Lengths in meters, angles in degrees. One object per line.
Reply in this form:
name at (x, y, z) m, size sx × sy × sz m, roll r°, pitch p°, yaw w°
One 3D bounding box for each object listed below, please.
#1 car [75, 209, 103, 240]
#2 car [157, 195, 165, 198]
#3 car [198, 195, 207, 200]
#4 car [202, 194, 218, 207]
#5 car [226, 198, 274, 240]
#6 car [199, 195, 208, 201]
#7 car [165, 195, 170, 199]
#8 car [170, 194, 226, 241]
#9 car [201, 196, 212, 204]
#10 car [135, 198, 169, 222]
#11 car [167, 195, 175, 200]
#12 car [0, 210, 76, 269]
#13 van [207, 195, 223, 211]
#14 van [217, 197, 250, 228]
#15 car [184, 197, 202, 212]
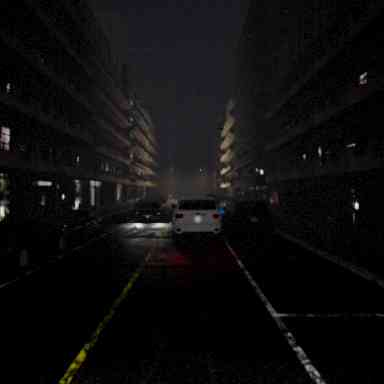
car at (-5.686, 1.549, 16.768) m, size 1.802 × 1.307 × 4.206 m, roll 0°, pitch 0°, yaw 0°
car at (-5.683, 1.461, 50.863) m, size 2.008 × 1.369 × 4.403 m, roll 0°, pitch 0°, yaw 0°
car at (2.701, 1.414, 84.959) m, size 2.008 × 1.369 × 4.403 m, roll 0°, pitch 0°, yaw 0°
car at (2.698, 1.225, 50.863) m, size 2.192 × 1.841 × 5.009 m, roll 0°, pitch 0°, yaw 0°
car at (2.695, 1.282, 16.769) m, size 2.192 × 1.841 × 5.009 m, roll 0°, pitch 0°, yaw 0°
car at (2.701, 1.421, 79.276) m, size 2.008 × 1.369 × 4.403 m, roll 0°, pitch 0°, yaw 0°
car at (-5.681, 1.333, 62.227) m, size 1.967 × 1.590 × 4.097 m, roll 0°, pitch 0°, yaw 0°
car at (0.169, 1.189, 16.582) m, size 2.150 × 2.045 × 5.566 m, roll 0°, pitch 0°, yaw -2°
car at (2.699, 1.459, 62.228) m, size 1.947 × 1.339 × 4.313 m, roll 0°, pitch 0°, yaw 0°
car at (-3.097, 1.456, 25.590) m, size 1.837 × 1.490 × 4.892 m, roll 0°, pitch 0°, yaw 0°
car at (-5.679, 1.407, 90.639) m, size 2.008 × 1.369 × 4.403 m, roll 0°, pitch 0°, yaw 0°
car at (-5.686, 1.523, 11.085) m, size 1.887 × 1.381 × 4.507 m, roll 0°, pitch 0°, yaw 0°
van at (2.697, 1.269, 39.499) m, size 1.690 × 1.788 × 3.998 m, roll 0°, pitch 0°, yaw 0°
van at (2.696, 1.298, 22.452) m, size 1.690 × 1.788 × 3.998 m, roll 0°, pitch 0°, yaw 0°
car at (0.103, 1.407, 38.513) m, size 1.882 × 1.535 × 5.008 m, roll 0°, pitch 0°, yaw 0°
